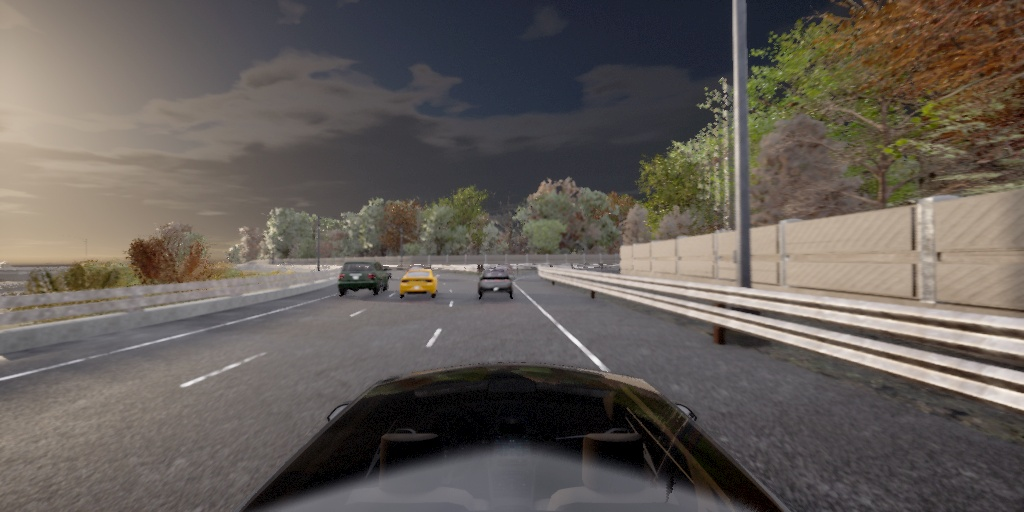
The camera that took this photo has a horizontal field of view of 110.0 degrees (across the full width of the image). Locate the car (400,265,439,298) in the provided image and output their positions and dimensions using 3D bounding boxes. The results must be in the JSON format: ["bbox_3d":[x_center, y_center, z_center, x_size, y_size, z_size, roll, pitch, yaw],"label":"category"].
[{"bbox_3d":[-5.331,1.521,20.973,1.882,1.535,5.008,0,-1,-10],"label":"car"}]

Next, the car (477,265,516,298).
[{"bbox_3d":[-0.945,1.488,20.337,2.128,1.511,4.902,0,-1,-3],"label":"car"}]

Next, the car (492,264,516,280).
[{"bbox_3d":[-0.785,1.710,38.775,1.882,1.535,5.008,-1,-1,7],"label":"car"}]

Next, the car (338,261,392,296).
[{"bbox_3d":[-9.156,1.319,22.432,2.150,2.045,5.566,0,-1,-11],"label":"car"}]
